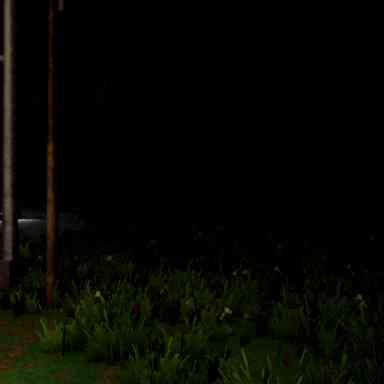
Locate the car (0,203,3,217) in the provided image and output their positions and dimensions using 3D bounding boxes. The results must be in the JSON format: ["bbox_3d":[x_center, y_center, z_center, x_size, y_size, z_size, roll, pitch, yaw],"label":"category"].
[{"bbox_3d":[-12.371,1.521,17.745,2.033,1.411,5.357,0,0,-9],"label":"car"}]

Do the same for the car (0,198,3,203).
[{"bbox_3d":[-16.277,1.480,28.268,1.837,1.490,4.892,0,0,-33],"label":"car"}]

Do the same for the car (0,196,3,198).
[{"bbox_3d":[-25.337,1.325,43.081,4.553,1.767,2.097,0,0,40],"label":"car"}]
